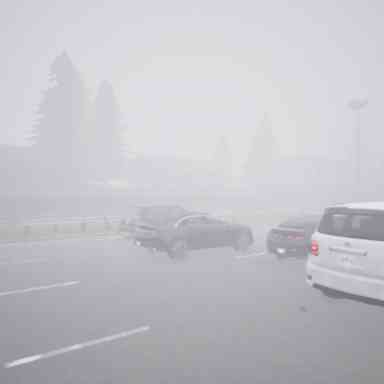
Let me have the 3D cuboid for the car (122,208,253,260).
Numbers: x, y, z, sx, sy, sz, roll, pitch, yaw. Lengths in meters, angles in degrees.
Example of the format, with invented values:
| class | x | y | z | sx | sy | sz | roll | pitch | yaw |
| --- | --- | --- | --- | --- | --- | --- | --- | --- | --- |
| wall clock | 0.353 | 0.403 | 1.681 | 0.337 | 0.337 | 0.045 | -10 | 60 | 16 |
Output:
| class | x | y | z | sx | sy | sz | roll | pitch | yaw |
| --- | --- | --- | --- | --- | --- | --- | --- | --- | --- |
| car | 0.179 | 1.491 | 12.475 | 4.902 | 1.511 | 2.128 | 0 | 0 | -36 |

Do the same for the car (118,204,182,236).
| class | x | y | z | sx | sy | sz | roll | pitch | yaw |
| --- | --- | --- | --- | --- | --- | --- | --- | --- | --- |
| car | -1.113 | 1.352 | 15.849 | 4.553 | 1.767 | 2.097 | 0 | 0 | -35 |

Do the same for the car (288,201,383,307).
| class | x | y | z | sx | sy | sz | roll | pitch | yaw |
| --- | --- | --- | --- | --- | --- | --- | --- | --- | --- |
| car | 4.796 | 1.221 | 7.165 | 5.566 | 2.045 | 2.150 | 0 | 0 | -35 |

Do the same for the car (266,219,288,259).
| class | x | y | z | sx | sy | sz | roll | pitch | yaw |
| --- | --- | --- | --- | --- | --- | --- | --- | --- | --- |
| car | 4.634 | 1.504 | 11.354 | 4.892 | 1.490 | 1.837 | 0 | 0 | -35 |
